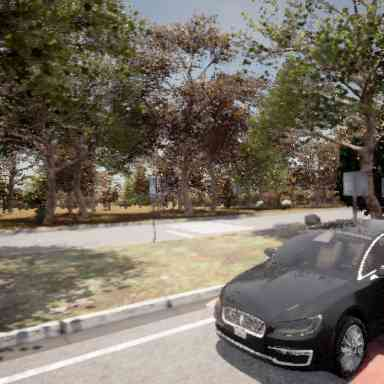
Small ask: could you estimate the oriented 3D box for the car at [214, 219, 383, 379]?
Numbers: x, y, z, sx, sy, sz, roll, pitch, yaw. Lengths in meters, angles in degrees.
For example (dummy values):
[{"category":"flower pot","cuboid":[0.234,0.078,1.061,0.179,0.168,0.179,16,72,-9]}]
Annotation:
[{"category":"car","cuboid":[2.544,1.302,5.533,4.892,1.490,1.837,-6,2,-36]}]
